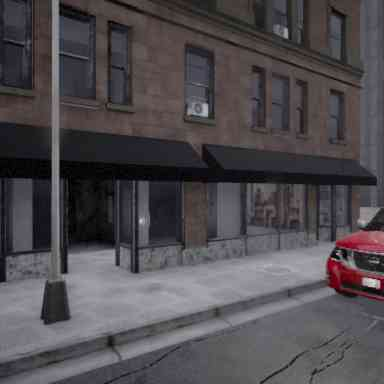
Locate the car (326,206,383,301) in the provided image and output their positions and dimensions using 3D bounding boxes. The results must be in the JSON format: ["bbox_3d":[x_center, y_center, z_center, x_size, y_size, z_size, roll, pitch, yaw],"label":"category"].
[{"bbox_3d":[5.315,1.221,7.444,5.566,2.045,2.150,0,0,-37],"label":"car"}]
